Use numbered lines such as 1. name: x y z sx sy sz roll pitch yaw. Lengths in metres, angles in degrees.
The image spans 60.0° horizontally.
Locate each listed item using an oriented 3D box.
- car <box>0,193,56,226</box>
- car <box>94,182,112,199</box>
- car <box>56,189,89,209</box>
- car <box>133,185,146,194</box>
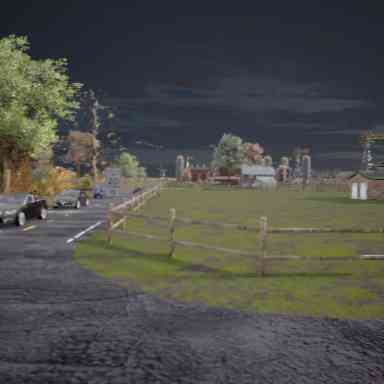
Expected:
1. car: -9.091 0.826 17.247 2.128 1.511 4.902 1 2 -4
2. car: -10.817 -0.254 42.048 2.150 2.045 5.566 1 2 -4
3. car: -9.803 0.514 27.286 1.837 1.490 4.892 1 2 -4
4. car: -9.104 -0.444 57.999 1.837 1.490 4.892 1 2 -4
